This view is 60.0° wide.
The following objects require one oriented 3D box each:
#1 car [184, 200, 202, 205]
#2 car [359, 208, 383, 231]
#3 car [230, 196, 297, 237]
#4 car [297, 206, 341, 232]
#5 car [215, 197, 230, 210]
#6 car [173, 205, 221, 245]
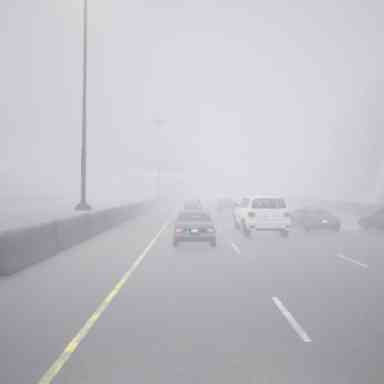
[{"bbox_3d":[0.107,1.443,34.772,1.895,1.301,4.718,0,1,0],"label":"car"},{"bbox_3d":[10.603,1.502,17.385,1.812,1.442,4.674,0,0,0],"label":"car"},{"bbox_3d":[3.603,1.196,17.929,2.150,2.045,5.566,0,0,0],"label":"car"},{"bbox_3d":[7.104,1.529,19.789,1.994,1.385,4.181,0,0,0],"label":"car"},{"bbox_3d":[3.607,1.330,36.325,1.837,1.490,4.892,0,1,0],"label":"car"},{"bbox_3d":[0.103,1.532,15.328,2.033,1.411,5.357,0,0,0],"label":"car"}]
